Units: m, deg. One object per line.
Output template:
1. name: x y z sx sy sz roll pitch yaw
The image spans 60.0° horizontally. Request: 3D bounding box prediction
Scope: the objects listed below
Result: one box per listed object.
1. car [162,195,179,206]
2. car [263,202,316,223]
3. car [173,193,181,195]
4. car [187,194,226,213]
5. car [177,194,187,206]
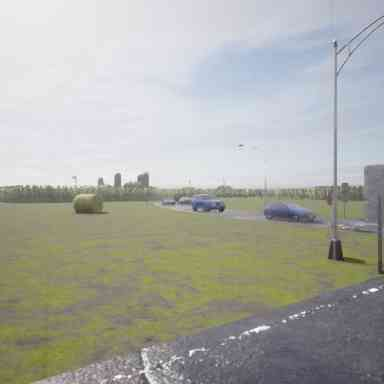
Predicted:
1. car: -4.003 1.632 56.229 2.033 1.411 5.357 -1 0 -12
2. car: 7.681 1.559 26.614 1.812 1.442 4.674 -1 0 -30
3. car: -3.041 1.297 66.977 2.150 2.045 5.566 0 0 -6
4. car: 1.781 1.288 38.270 2.150 2.045 5.566 -1 0 -23
5. car: -1.265 1.585 56.804 1.812 1.442 4.674 -1 0 -12
